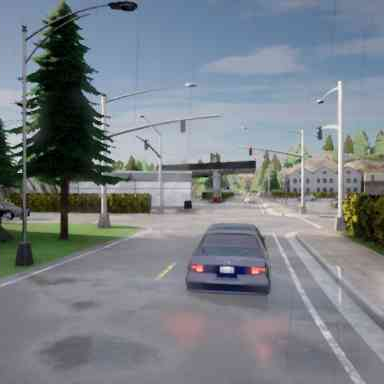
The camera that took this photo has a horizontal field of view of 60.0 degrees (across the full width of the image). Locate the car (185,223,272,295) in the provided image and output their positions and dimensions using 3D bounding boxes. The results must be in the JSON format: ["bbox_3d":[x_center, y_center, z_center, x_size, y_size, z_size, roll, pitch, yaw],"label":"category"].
[{"bbox_3d":[1.093,1.544,8.884,2.033,1.411,5.357,0,0,10],"label":"car"}]

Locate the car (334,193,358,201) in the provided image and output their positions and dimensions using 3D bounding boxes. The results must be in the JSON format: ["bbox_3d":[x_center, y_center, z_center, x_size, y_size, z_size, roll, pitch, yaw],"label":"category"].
[{"bbox_3d":[34.568,1.069,74.643,4.605,1.855,1.932,0,0,10],"label":"car"}]

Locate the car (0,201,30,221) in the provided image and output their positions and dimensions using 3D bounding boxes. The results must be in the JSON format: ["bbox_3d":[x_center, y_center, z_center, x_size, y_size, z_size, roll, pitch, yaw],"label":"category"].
[{"bbox_3d":[-15.737,1.482,27.210,4.902,1.511,2.128,0,0,10],"label":"car"}]

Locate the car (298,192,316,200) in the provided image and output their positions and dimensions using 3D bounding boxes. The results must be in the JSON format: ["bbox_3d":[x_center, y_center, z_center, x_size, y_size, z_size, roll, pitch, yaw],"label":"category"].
[{"bbox_3d":[27.398,1.047,79.257,3.866,1.878,1.905,0,0,10],"label":"car"}]

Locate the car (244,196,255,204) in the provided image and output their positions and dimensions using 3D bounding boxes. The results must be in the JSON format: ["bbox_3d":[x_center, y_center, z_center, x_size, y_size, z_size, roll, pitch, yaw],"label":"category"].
[{"bbox_3d":[11.231,1.502,64.763,1.812,1.442,4.674,0,0,10],"label":"car"}]

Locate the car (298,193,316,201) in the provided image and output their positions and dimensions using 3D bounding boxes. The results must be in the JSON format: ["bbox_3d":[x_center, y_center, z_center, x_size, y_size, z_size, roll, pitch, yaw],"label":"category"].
[{"bbox_3d":[26.214,1.332,76.091,3.806,1.475,1.970,0,0,10],"label":"car"}]

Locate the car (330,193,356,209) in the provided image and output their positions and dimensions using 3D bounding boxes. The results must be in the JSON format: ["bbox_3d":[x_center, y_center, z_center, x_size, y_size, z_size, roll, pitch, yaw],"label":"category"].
[{"bbox_3d":[20.262,1.314,42.354,5.027,1.636,2.152,0,0,10],"label":"car"}]
